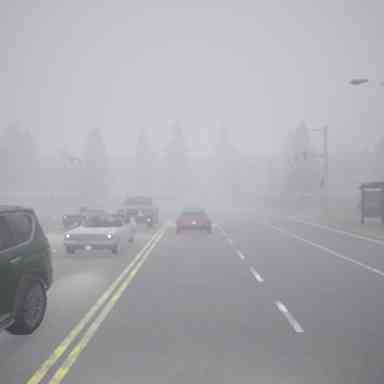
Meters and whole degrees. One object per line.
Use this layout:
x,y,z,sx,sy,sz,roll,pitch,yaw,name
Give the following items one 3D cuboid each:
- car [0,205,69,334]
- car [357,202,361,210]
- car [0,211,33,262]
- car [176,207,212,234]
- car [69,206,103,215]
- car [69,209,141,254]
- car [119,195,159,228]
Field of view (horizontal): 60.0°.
-3.603,1.223,3.828,2.150,2.045,5.566,0,0,1,car
19.947,1.458,34.927,4.892,1.490,1.837,0,0,1,car
-7.069,1.480,10.334,1.882,1.535,5.008,0,0,0,car
0.096,1.568,19.356,1.994,1.385,4.181,0,0,0,car
-6.997,1.609,22.377,1.895,1.301,4.718,0,0,0,car
-3.550,1.604,13.624,1.895,1.301,4.718,0,0,0,car
-3.497,1.233,22.377,2.150,2.045,5.566,0,0,0,car
